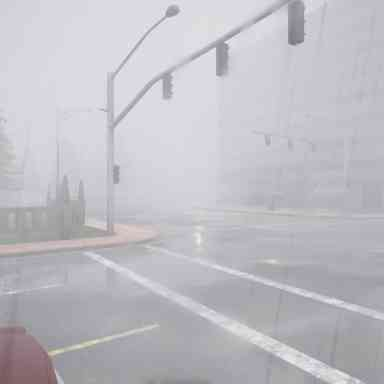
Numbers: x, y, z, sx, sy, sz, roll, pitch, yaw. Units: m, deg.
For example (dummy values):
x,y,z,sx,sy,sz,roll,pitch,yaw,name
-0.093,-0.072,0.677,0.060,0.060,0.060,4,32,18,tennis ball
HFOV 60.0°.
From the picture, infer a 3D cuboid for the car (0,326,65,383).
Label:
x,y,z,sx,sy,sz,roll,pitch,yaw,name
-3.061,1.601,1.596,4.718,1.301,1.895,0,0,-35,car
